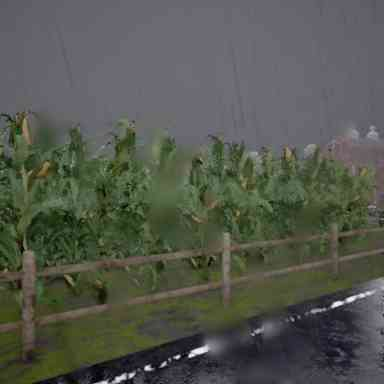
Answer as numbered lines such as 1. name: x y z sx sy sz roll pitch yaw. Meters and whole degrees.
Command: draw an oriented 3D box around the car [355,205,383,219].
1. car: 17.155 1.899 32.989 2.033 1.411 5.357 1 -1 -30
